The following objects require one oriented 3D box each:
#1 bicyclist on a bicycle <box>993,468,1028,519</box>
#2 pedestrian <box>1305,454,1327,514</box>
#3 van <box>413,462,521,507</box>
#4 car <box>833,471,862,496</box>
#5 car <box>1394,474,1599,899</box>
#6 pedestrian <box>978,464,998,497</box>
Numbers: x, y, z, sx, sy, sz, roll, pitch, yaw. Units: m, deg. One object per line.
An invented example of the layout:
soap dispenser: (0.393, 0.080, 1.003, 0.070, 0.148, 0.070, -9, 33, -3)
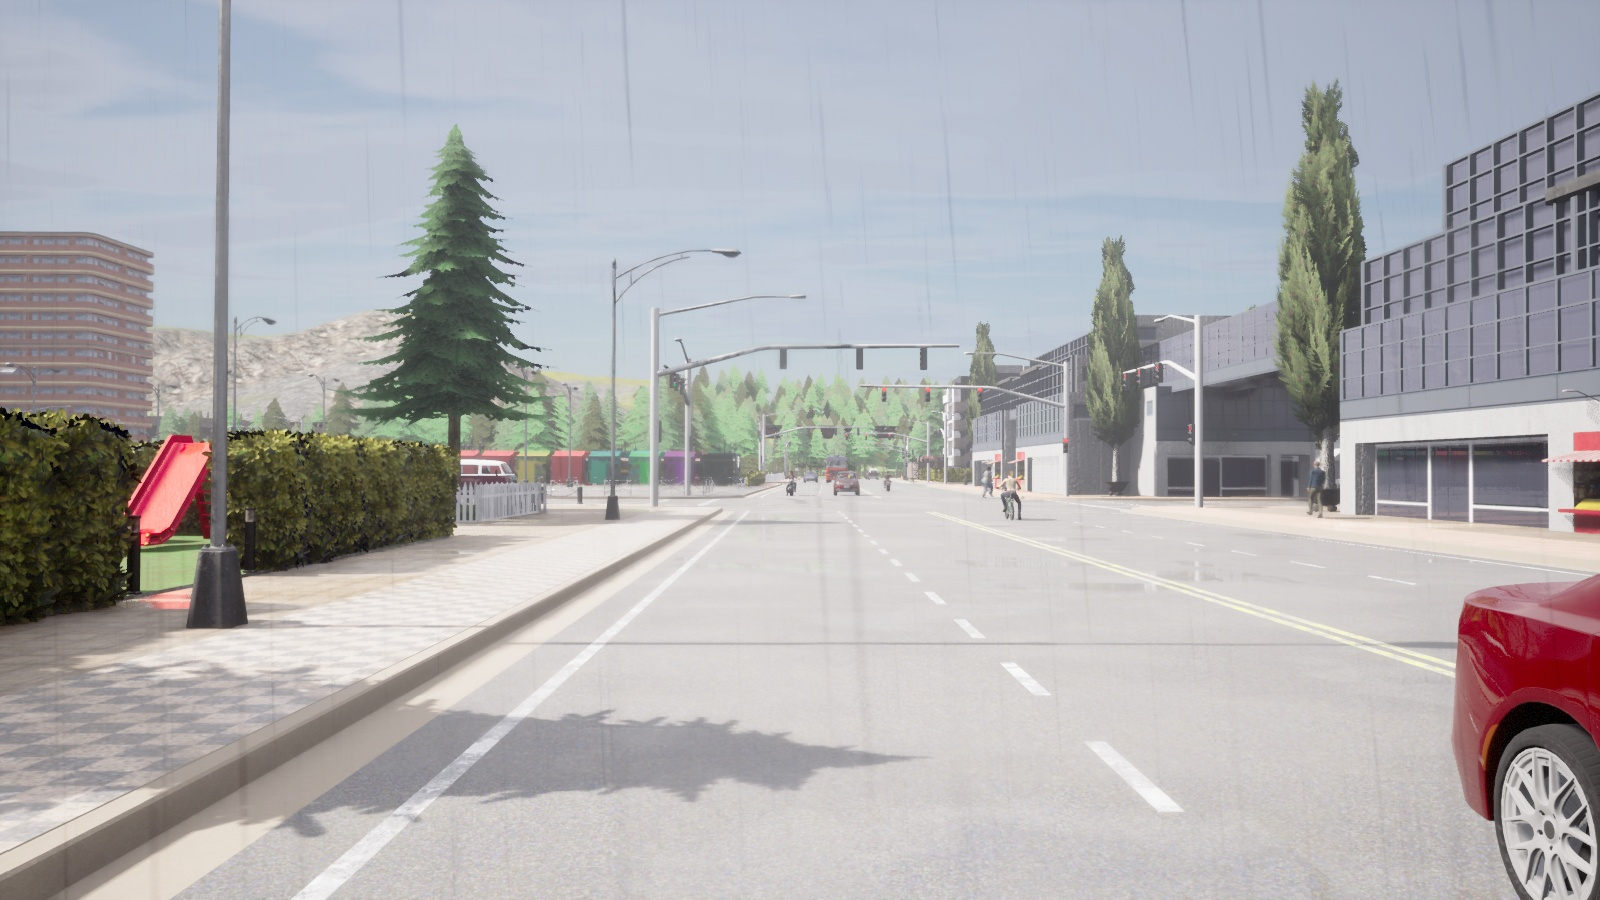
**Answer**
bicyclist on a bicycle: (6.817, 1.407, 40.777, 0.866, 1.612, 1.509, 0, -1, 0)
pedestrian: (16.063, 1.064, 39.110, 0.402, 1.842, 0.726, 0, -1, 3)
van: (-15.426, 1.577, 58.372, 4.480, 2.038, 2.069, 0, -1, 0)
car: (3.028, 2.141, 81.198, 1.789, 1.549, 3.705, 0, -1, 1)
car: (3.484, 0.826, 2.846, 1.882, 1.535, 5.008, 0, -1, 0)
pedestrian: (10.794, 1.757, 72.082, 0.900, 1.855, 0.874, 0, -1, -12)
